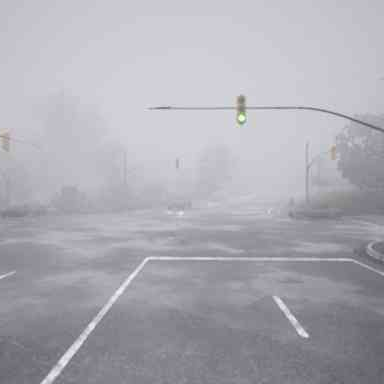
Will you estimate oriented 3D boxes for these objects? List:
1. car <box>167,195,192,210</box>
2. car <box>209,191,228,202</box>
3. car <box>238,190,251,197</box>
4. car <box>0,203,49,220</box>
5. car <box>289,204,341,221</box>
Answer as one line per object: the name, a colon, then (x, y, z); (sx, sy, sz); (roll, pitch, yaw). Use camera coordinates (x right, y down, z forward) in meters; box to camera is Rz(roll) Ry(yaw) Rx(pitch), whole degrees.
car: (-1.659, 1.420, 46.317); (2.150, 2.045, 5.566); (0, 1, 16)
car: (5.183, 0.832, 64.639); (2.150, 2.045, 5.566); (0, 2, 25)
car: (12.392, 0.297, 77.992); (1.812, 1.442, 4.674); (0, 3, 32)
car: (-15.545, 1.757, 30.236); (4.902, 1.511, 2.128); (-1, 0, 3)
car: (10.630, 1.747, 28.914); (4.181, 1.385, 1.994); (0, 0, 3)
